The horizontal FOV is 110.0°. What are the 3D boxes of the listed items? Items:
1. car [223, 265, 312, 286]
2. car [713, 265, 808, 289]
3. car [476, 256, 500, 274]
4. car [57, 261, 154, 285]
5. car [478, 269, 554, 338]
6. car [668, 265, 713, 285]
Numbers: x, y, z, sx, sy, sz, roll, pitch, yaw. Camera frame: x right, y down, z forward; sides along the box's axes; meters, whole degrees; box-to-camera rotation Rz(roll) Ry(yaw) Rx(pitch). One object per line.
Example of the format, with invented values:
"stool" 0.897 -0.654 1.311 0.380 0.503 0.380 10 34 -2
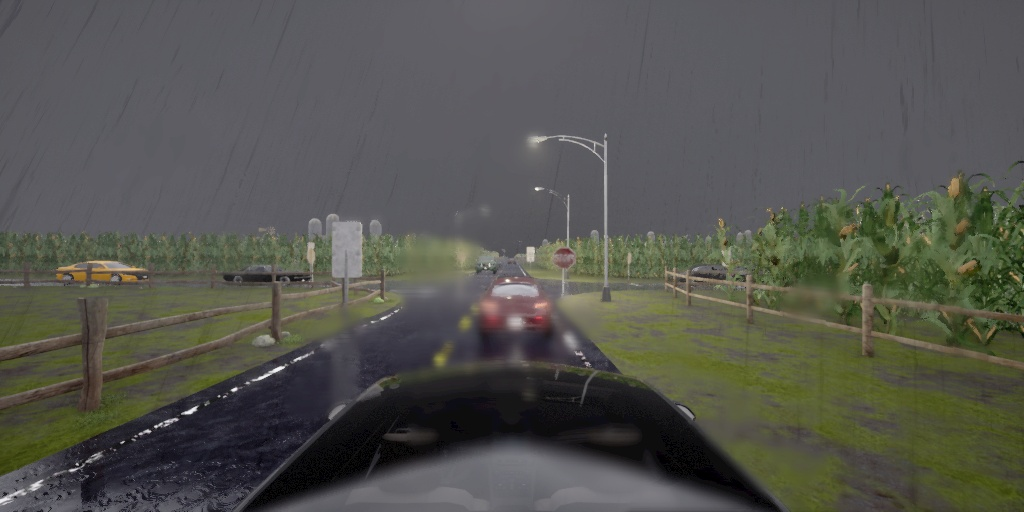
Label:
"car" -15.684 1.251 23.208 4.718 1.301 1.895 0 -1 1
"car" 15.988 1.353 22.888 4.892 1.490 1.837 0 -1 1
"car" -2.839 0.961 41.138 2.150 2.045 5.566 0 0 0
"car" -26.301 1.070 23.316 5.008 1.535 1.882 0 -1 1
"car" 0.099 1.276 10.112 1.812 1.442 4.674 0 0 0
"car" 13.861 1.369 25.860 4.892 1.490 1.837 1 -1 1
